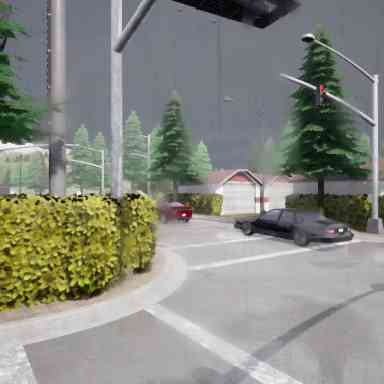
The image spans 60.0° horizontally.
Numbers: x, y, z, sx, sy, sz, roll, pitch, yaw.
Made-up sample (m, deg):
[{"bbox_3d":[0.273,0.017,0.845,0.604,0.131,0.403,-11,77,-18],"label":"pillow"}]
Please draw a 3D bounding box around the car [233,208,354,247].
[{"bbox_3d":[4.253,1.422,14.787,2.033,1.411,5.357,0,2,-35],"label":"car"}]

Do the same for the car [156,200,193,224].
[{"bbox_3d":[-1.945,1.305,23.380,1.882,1.535,5.008,-1,1,-35],"label":"car"}]
